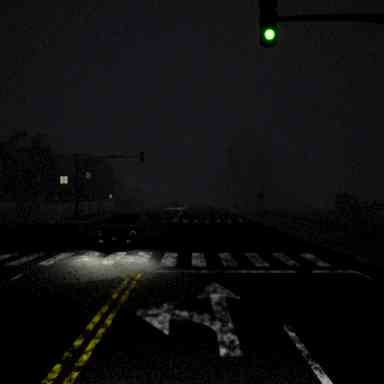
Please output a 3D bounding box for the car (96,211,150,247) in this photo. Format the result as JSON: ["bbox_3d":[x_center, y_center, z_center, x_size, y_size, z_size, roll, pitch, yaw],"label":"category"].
[{"bbox_3d":[-3.247,1.701,16.323,1.882,1.535,5.008,0,-1,0],"label":"car"}]

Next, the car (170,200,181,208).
[{"bbox_3d":[-3.238,2.402,65.862,1.837,1.490,4.892,0,0,0],"label":"car"}]
